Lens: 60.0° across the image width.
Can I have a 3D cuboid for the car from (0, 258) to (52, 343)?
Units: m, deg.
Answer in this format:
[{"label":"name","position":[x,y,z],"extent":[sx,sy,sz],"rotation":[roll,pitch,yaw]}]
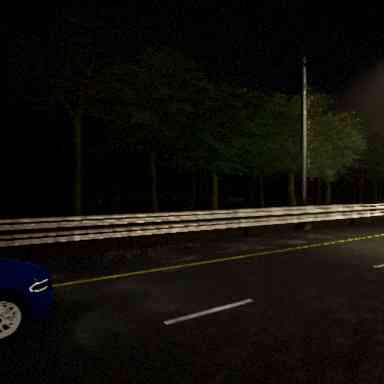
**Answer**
[{"label":"car","position":[-4.670,1.476,4.718],"extent":[5.008,1.535,1.882],"rotation":[0,0,-35]}]
